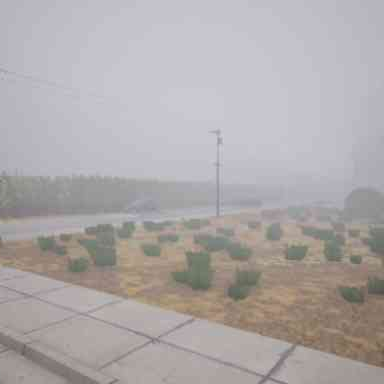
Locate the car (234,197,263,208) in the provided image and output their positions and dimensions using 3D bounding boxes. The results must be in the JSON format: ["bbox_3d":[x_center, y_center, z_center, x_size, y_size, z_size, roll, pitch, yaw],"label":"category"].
[{"bbox_3d":[8.524,1.493,47.851,1.837,1.490,4.892,0,0,38],"label":"car"}]

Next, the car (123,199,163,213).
[{"bbox_3d":[-4.972,1.486,34.196,1.837,1.490,4.892,0,0,33],"label":"car"}]

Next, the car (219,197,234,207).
[{"bbox_3d":[5.373,1.527,50.218,1.837,1.490,4.892,0,0,33],"label":"car"}]
